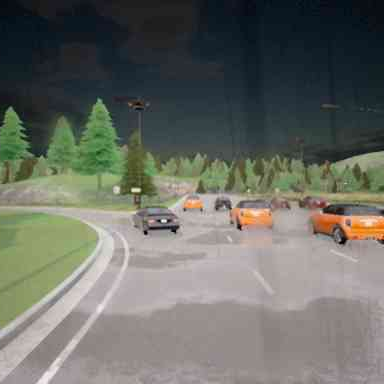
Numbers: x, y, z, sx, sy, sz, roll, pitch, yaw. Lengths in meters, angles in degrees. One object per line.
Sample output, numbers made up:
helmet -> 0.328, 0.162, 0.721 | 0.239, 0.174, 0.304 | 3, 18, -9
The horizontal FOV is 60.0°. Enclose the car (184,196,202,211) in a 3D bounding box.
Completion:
car -> 0.125, 1.223, 39.252 | 2.097, 1.767, 4.553 | 0, 0, 0

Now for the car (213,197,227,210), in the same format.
car -> 3.623, 1.375, 39.625 | 1.837, 1.490, 4.892 | 0, 0, 0

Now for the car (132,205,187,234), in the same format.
car -> -2.170, 1.485, 18.879 | 2.033, 1.411, 5.357 | 0, 0, -18

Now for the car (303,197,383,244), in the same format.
car -> 7.110, 1.300, 15.508 | 2.097, 1.767, 4.553 | 0, 0, 0

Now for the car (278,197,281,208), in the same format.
car -> 7.120, 1.435, 34.077 | 2.033, 1.411, 5.357 | 0, 0, 0

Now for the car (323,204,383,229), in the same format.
car -> 10.613, 1.527, 22.247 | 1.895, 1.301, 4.718 | 0, 0, 0

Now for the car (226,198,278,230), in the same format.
car -> 3.612, 1.283, 20.848 | 2.097, 1.767, 4.553 | 0, 0, 0

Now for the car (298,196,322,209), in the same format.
car -> 14.124, 1.222, 39.245 | 2.097, 1.767, 4.553 | 0, 0, 0

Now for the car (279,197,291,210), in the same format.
car -> 10.624, 1.392, 40.622 | 1.812, 1.442, 4.674 | 0, 0, 0
